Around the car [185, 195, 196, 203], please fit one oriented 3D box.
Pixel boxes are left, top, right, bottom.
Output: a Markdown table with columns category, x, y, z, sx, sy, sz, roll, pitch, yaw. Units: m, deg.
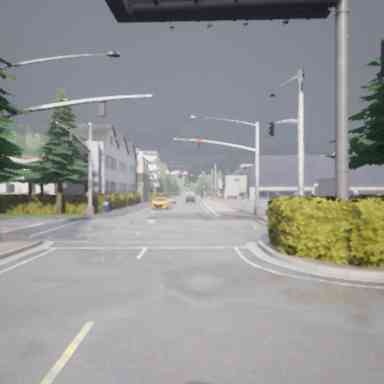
| category | x | y | z | sx | sy | sz | roll | pitch | yaw |
| --- | --- | --- | --- | --- | --- | --- | --- | --- | --- |
| car | -0.269 | 1.257 | 61.608 | 2.128 | 1.511 | 4.902 | 0 | 0 | 0 |

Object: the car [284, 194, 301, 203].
| category | x | y | z | sx | sy | sz | roll | pitch | yaw |
| --- | --- | --- | --- | --- | --- | --- | --- | --- | --- |
| car | 18.795 | 1.158 | 62.093 | 1.970 | 1.475 | 3.806 | 0 | 0 | -1 |

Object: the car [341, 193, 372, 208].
| category | x | y | z | sx | sy | sz | roll | pitch | yaw |
| --- | --- | --- | --- | --- | --- | --- | --- | --- | --- |
| car | 22.196 | 1.082 | 45.056 | 1.932 | 1.855 | 4.605 | 0 | 0 | -1 |

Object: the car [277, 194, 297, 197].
| category | x | y | z | sx | sy | sz | roll | pitch | yaw |
| --- | --- | --- | --- | --- | --- | --- | --- | --- | --- |
| car | 15.183 | 1.256 | 55.018 | 2.007 | 1.523 | 4.514 | 0 | 0 | -1 |

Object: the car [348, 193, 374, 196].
| category | x | y | z | sx | sy | sz | roll | pitch | yaw |
| --- | --- | --- | --- | --- | --- | --- | --- | --- | --- |
| car | 18.966 | 1.096 | 37.165 | 1.905 | 1.878 | 3.866 | 0 | 0 | -1 |

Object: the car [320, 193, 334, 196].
| category | x | y | z | sx | sy | sz | roll | pitch | yaw |
| --- | --- | --- | --- | --- | --- | --- | --- | --- | --- |
| car | 25.210 | 1.067 | 62.462 | 2.152 | 1.636 | 5.027 | 0 | 0 | -1 |

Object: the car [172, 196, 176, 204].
| category | x | y | z | sx | sy | sz | roll | pitch | yaw |
| --- | --- | --- | --- | --- | --- | --- | --- | --- | --- |
| car | -3.796 | 1.389 | 57.050 | 1.895 | 1.301 | 4.718 | 0 | 0 | 0 |

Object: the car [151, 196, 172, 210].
| category | x | y | z | sx | sy | sz | roll | pitch | yaw |
| --- | --- | --- | --- | --- | --- | --- | --- | --- | --- |
| car | -3.762 | 1.331 | 39.968 | 1.882 | 1.535 | 5.008 | 0 | 0 | 0 |
